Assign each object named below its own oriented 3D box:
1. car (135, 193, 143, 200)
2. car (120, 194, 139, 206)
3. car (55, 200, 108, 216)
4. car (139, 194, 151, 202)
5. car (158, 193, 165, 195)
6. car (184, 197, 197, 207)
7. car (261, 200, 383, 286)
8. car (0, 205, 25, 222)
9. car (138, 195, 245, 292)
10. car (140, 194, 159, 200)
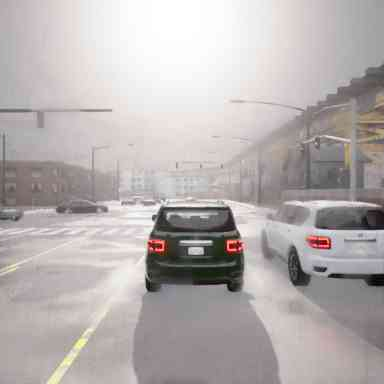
[{"bbox_3d":[-10.792,1.281,66.535,2.150,2.045,5.566,0,0,0],"label":"car"},{"bbox_3d":[-10.809,1.573,56.869,1.812,1.442,4.674,0,0,0],"label":"car"},{"bbox_3d":[-10.706,1.520,32.473,4.892,1.490,1.837,0,1,-24],"label":"car"},{"bbox_3d":[-10.815,1.429,76.621,2.097,1.767,4.553,0,0,0],"label":"car"},{"bbox_3d":[-7.320,1.310,77.997,2.150,2.045,5.566,0,0,0],"label":"car"},{"bbox_3d":[-0.215,1.566,55.448,2.128,1.511,4.902,0,0,1],"label":"car"},{"bbox_3d":[3.526,1.246,9.614,2.150,2.045,5.566,0,0,0],"label":"car"},{"bbox_3d":[-15.137,1.595,25.356,4.718,1.301,1.895,0,0,21],"label":"car"},{"bbox_3d":[0.030,1.236,9.116,2.150,2.045,5.566,0,0,-1],"label":"car"},{"bbox_3d":[-7.317,1.606,58.103,2.033,1.411,5.357,0,0,0],"label":"car"}]
